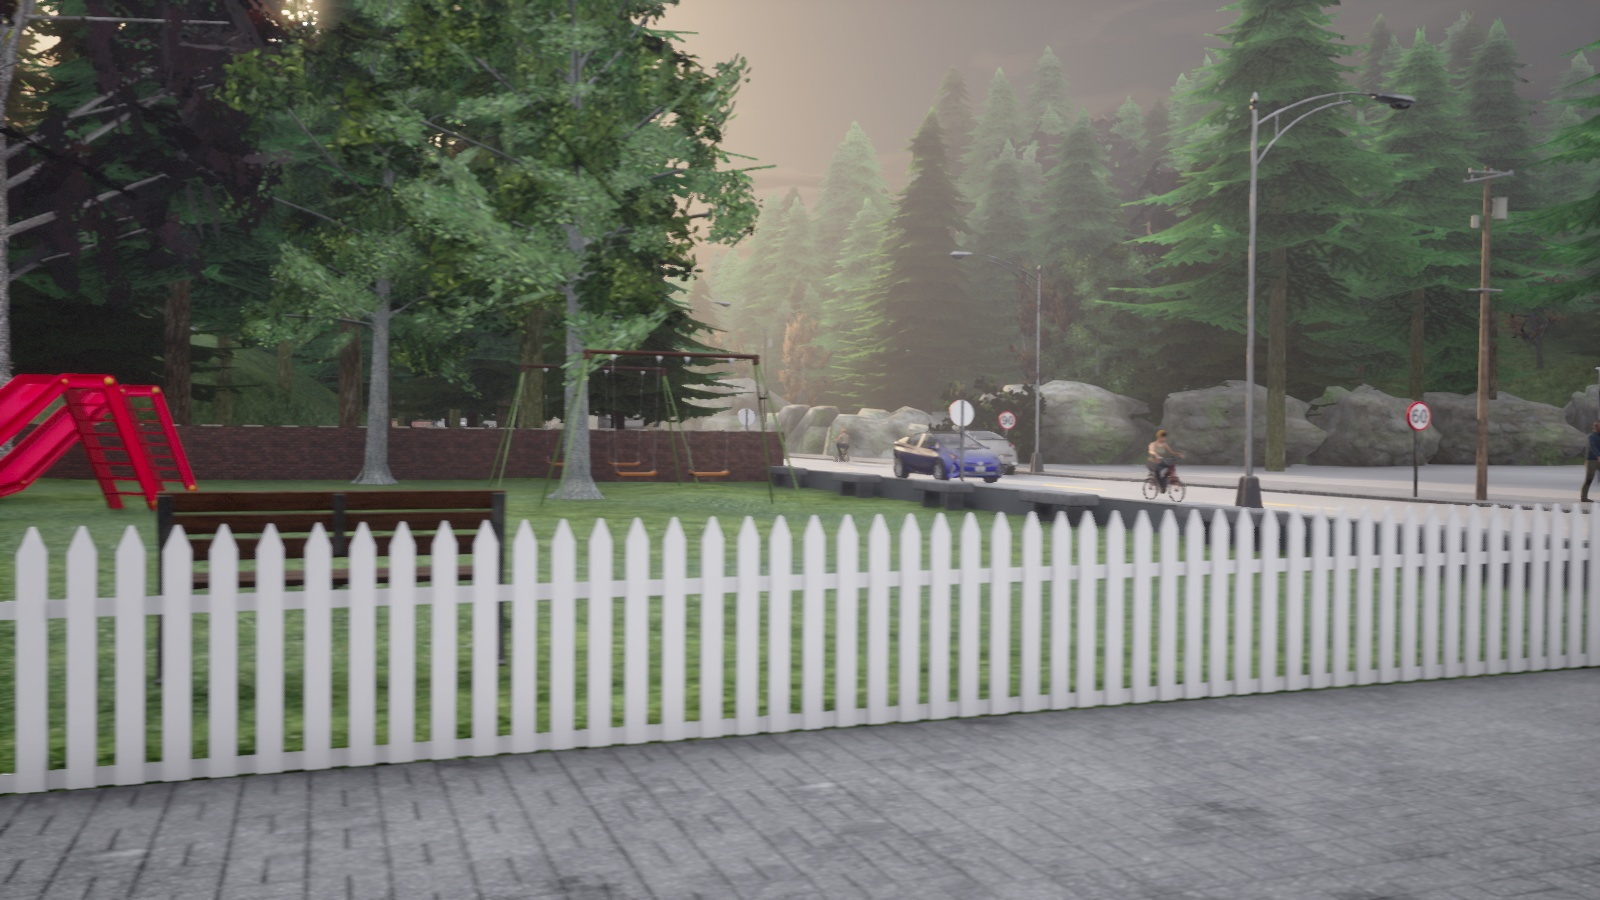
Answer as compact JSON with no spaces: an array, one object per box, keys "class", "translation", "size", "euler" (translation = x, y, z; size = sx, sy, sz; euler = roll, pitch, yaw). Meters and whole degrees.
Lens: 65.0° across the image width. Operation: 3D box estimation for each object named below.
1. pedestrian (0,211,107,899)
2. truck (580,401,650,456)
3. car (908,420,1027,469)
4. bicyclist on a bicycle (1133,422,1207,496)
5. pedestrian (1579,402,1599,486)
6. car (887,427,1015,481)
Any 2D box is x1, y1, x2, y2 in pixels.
[{"class":"pedestrian","translation":[-1.856,0.486,2.559],"size":[0.402,1.930,0.666],"euler":[0,1,42]},{"class":"truck","translation":[-12.296,-1.395,82.692],"size":[2.891,3.462,7.936],"euler":[-1,1,-21]},{"class":"car","translation":[6.000,-0.232,45.758],"size":[2.152,1.651,5.027],"euler":[-1,1,-21]},{"class":"bicyclist on a bicycle","translation":[8.341,0.183,28.373],"size":[0.866,1.612,1.509],"euler":[-1,1,-21]},{"class":"pedestrian","translation":[17.561,-0.130,27.529],"size":[0.402,1.842,0.726],"euler":[-1,1,-27]},{"class":"car","translation":[4.521,0.072,38.403],"size":[2.007,1.525,4.514],"euler":[-1,1,-21]}]
